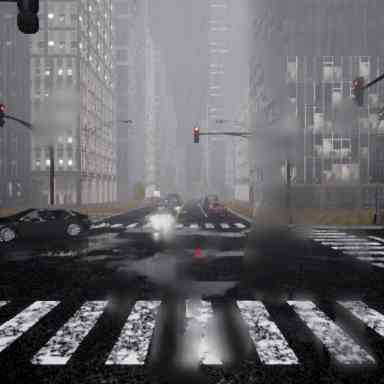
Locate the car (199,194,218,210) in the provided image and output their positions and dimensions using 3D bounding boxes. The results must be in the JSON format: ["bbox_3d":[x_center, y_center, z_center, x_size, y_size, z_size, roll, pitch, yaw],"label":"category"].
[{"bbox_3d":[2.457,1.297,43.212,2.192,1.841,5.009,-1,0,0],"label":"car"}]

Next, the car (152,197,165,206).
[{"bbox_3d":[-5.428,1.558,54.221,1.802,1.307,4.206,-1,0,0],"label":"car"}]

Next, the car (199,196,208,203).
[{"bbox_3d":[2.421,1.508,70.834,1.887,1.381,4.507,-1,0,0],"label":"car"}]

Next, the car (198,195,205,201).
[{"bbox_3d":[2.389,1.475,87.578,1.752,1.417,4.829,-1,0,0],"label":"car"}]

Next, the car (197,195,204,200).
[{"bbox_3d":[2.379,1.489,92.933,1.887,1.381,4.507,-1,0,0],"label":"car"}]

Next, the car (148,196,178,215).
[{"bbox_3d":[-2.914,1.478,34.131,2.128,1.511,4.902,0,0,0],"label":"car"}]

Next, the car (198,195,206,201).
[{"bbox_3d":[2.401,1.536,81.884,1.802,1.307,4.206,-1,0,0],"label":"car"}]

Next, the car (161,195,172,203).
[{"bbox_3d":[-5.461,1.404,70.795,1.967,1.590,4.097,-1,0,0],"label":"car"}]

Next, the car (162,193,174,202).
[{"bbox_3d":[-5.473,1.274,76.319,2.192,1.841,5.009,-1,0,0],"label":"car"}]

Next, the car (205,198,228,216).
[{"bbox_3d":[2.461,1.570,32.163,1.802,1.307,4.206,-1,0,0],"label":"car"}]

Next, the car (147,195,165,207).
[{"bbox_3d":[-5.419,1.419,48.697,1.967,1.590,4.097,-1,0,0],"label":"car"}]

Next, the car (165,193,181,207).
[{"bbox_3d":[-2.932,1.198,52.653,2.150,2.045,5.566,0,0,1],"label":"car"}]

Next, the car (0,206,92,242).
[{"bbox_3d":[-7.516,1.479,16.496,4.892,1.490,1.837,0,4,-35],"label":"car"}]
